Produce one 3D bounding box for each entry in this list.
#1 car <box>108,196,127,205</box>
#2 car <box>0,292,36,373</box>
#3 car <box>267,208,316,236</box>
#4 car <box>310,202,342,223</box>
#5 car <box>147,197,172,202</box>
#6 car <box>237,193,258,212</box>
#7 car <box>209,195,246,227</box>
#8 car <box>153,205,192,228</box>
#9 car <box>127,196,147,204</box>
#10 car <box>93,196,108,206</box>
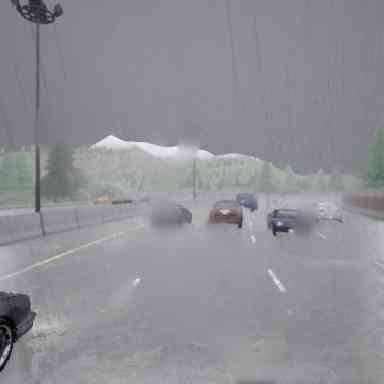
[{"bbox_3d":[-10.968,1.561,53.555,1.895,1.301,4.718,0,0,20],"label":"car"},{"bbox_3d":[-3.305,1.544,2.428,2.033,1.411,5.357,0,0,2],"label":"car"},{"bbox_3d":[5.197,1.576,18.256,1.895,1.301,4.718,0,0,9],"label":"car"},{"bbox_3d":[10.057,1.492,25.234,1.812,1.442,4.674,0,0,12],"label":"car"},{"bbox_3d":[-4.400,1.523,51.133,2.033,1.411,5.357,0,0,20],"label":"car"},{"bbox_3d":[6.349,1.172,38.780,2.150,2.045,5.566,0,0,18],"label":"car"},{"bbox_3d":[2.415,1.322,22.570,2.097,1.767,4.553,0,0,10],"label":"car"},{"bbox_3d":[-1.213,1.534,22.172,1.994,1.385,4.181,0,0,9],"label":"car"},{"bbox_3d":[-7.679,1.478,52.358,1.837,1.490,4.892,0,0,20],"label":"car"},{"bbox_3d":[-14.256,1.416,54.753,1.882,1.535,5.008,0,0,20],"label":"car"}]
